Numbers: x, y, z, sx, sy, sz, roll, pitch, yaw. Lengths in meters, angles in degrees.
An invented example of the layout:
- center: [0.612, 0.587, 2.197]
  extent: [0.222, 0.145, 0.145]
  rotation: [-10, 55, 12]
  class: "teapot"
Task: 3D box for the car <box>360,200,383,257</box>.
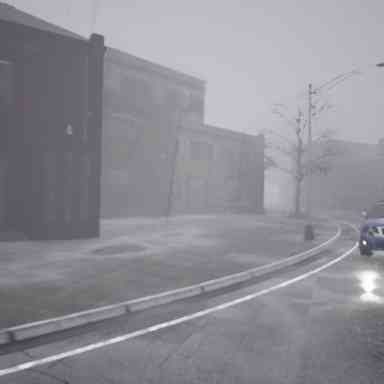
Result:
- center: [8.183, 1.367, 13.299]
  extent: [2.150, 2.045, 5.566]
  rotation: [0, 0, 33]
  class: "car"
